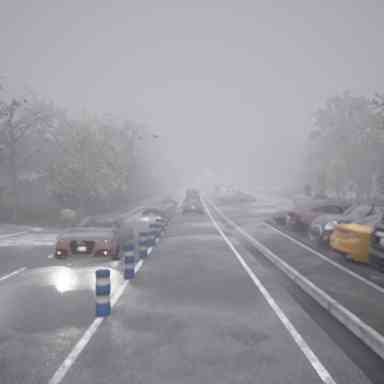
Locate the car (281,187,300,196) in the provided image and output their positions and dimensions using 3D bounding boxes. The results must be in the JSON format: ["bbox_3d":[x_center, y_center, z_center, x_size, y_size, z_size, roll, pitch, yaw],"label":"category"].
[{"bbox_3d":[20.012,0.194,61.687,5.566,2.045,2.435,0,2,0],"label":"car"}]

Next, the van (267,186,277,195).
[{"bbox_3d":[19.988,-0.210,75.509,4.442,1.987,1.878,0,2,0],"label":"van"}]

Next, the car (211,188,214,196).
[{"bbox_3d":[6.719,0.446,61.836,5.366,1.575,1.946,0,2,0],"label":"car"}]

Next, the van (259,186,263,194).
[{"bbox_3d":[20.048,-0.422,83.833,4.442,1.987,1.878,0,1,0],"label":"van"}]

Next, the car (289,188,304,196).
[{"bbox_3d":[19.752,0.630,56.161,5.366,1.575,1.946,0,2,0],"label":"car"}]

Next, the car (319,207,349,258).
[{"bbox_3d":[6.728,1.352,9.796,5.008,1.535,2.097,0,1,1],"label":"car"}]

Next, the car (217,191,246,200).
[{"bbox_3d":[6.888,0.544,59.061,4.892,1.521,2.231,0,2,0],"label":"car"}]

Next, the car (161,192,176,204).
[{"bbox_3d":[-3.340,0.835,47.777,1.837,1.490,4.892,0,2,0],"label":"car"}]

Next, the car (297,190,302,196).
[{"bbox_3d":[19.912,0.766,53.393,4.674,1.452,2.002,0,2,0],"label":"car"}]

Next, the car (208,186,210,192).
[{"bbox_3d":[7.057,-0.164,84.025,4.792,1.488,2.163,0,1,0],"label":"car"}]

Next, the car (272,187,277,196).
[{"bbox_3d":[20.081,0.198,70.126,4.792,1.488,2.163,0,2,0],"label":"car"}]

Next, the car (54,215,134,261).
[{"bbox_3d":[-3.353,1.543,12.127,1.994,1.385,4.181,0,0,0],"label":"car"}]

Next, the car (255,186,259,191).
[{"bbox_3d":[20.160,-0.517,86.600,5.566,2.045,2.435,0,1,0],"label":"car"}]

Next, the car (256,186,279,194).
[{"bbox_3d":[20.183,-0.586,89.369,5.566,2.045,2.435,0,1,0],"label":"car"}]

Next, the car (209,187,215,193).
[{"bbox_3d":[6.765,0.257,67.506,5.366,1.575,1.946,0,2,0],"label":"car"}]

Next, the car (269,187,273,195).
[{"bbox_3d":[20.103,0.120,72.764,4.792,1.488,2.163,0,2,0],"label":"car"}]

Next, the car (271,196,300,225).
[{"bbox_3d":[6.779,1.170,18.144,4.792,1.488,2.163,0,2,1],"label":"car"}]

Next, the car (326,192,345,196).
[{"bbox_3d":[19.843,1.003,45.209,5.008,1.535,2.097,0,2,0],"label":"car"}]

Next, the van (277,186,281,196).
[{"bbox_3d":[20.146,0.031,67.348,4.442,1.987,1.878,0,2,0],"label":"van"}]

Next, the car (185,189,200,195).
[{"bbox_3d":[0.091,0.471,50.562,2.150,2.045,5.566,0,2,0],"label":"car"}]

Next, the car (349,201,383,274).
[{"bbox_3d":[6.736,1.158,6.998,5.566,2.045,2.435,0,1,1],"label":"car"}]

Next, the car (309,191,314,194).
[{"bbox_3d":[19.902,0.784,47.974,4.553,1.767,2.185,0,2,0],"label":"car"}]

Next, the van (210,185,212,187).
[{"bbox_3d":[7.180,-0.350,81.242,4.442,1.987,1.878,0,1,0],"label":"van"}]

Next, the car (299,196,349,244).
[{"bbox_3d":[6.790,1.161,12.571,4.553,1.767,2.185,0,1,1],"label":"car"}]

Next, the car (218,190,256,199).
[{"bbox_3d":[6.818,0.824,50.737,5.008,1.535,2.097,0,2,0],"label":"car"}]

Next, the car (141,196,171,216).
[{"bbox_3d":[-3.356,1.378,30.450,2.033,1.411,5.357,0,1,0],"label":"car"}]

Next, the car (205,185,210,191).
[{"bbox_3d":[6.970,-0.406,92.351,5.366,1.575,1.946,0,1,0],"label":"car"}]

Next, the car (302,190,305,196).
[{"bbox_3d":[19.863,0.850,50.624,4.792,1.488,2.163,0,2,0],"label":"car"}]

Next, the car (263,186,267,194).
[{"bbox_3d":[20.125,-0.057,78.299,5.008,1.535,2.097,0,1,0],"label":"car"}]

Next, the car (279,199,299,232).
[{"bbox_3d":[6.813,1.243,15.360,4.792,1.488,2.163,0,2,1],"label":"car"}]

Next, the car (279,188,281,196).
[{"bbox_3d":[19.978,0.382,64.465,4.792,1.488,2.163,0,2,0],"label":"car"}]

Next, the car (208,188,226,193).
[{"bbox_3d":[7.184,-0.471,95.124,4.892,1.521,2.231,0,1,0],"label":"car"}]

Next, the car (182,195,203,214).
[{"bbox_3d":[0.092,1.342,32.407,1.994,1.385,4.181,0,2,0],"label":"car"}]

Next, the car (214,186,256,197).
[{"bbox_3d":[6.864,0.479,53.503,5.566,2.045,2.435,0,2,0],"label":"car"}]

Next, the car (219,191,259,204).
[{"bbox_3d":[6.761,0.948,47.964,4.792,1.488,2.163,0,2,0],"label":"car"}]

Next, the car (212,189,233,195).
[{"bbox_3d":[7.070,-0.025,78.473,4.792,1.488,2.163,0,1,0],"label":"car"}]
